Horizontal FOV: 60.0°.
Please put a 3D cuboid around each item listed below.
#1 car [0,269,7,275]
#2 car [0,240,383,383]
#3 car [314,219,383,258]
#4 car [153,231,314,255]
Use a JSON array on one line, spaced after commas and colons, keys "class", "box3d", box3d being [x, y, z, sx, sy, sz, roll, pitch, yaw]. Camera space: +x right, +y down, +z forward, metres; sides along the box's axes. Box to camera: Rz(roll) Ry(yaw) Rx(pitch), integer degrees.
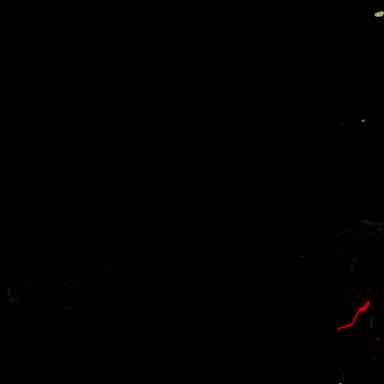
[{"class": "car", "box3d": [-4.165, 1.442, 3.693, 4.097, 1.590, 1.967, 0, -1, -35]}, {"class": "car", "box3d": [-0.279, 1.547, 3.159, 5.357, 1.411, 2.033, 0, 0, -35]}, {"class": "car", "box3d": [4.803, 1.543, 10.083, 4.403, 1.369, 2.008, 0, -1, -35]}, {"class": "car", "box3d": [0.320, 1.562, 6.888, 4.313, 1.339, 1.947, 0, -1, -35]}]
